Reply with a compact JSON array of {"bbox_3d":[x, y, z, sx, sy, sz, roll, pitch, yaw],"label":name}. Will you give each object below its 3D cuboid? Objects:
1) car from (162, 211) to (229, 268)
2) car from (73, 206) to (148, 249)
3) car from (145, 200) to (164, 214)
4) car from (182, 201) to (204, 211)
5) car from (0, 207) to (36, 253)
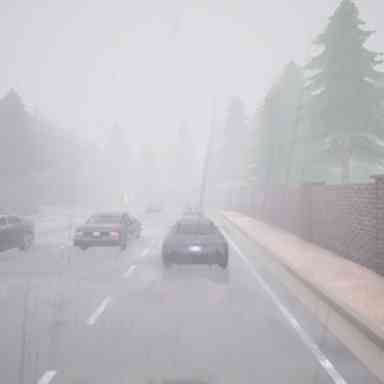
[{"bbox_3d":[0.097,1.553,11.287,1.994,1.385,4.181,0,0,0],"label":"car"},{"bbox_3d":[-3.398,1.534,14.328,2.033,1.411,5.357,0,0,0],"label":"car"},{"bbox_3d":[-3.991,1.530,35.327,1.994,1.385,4.181,0,0,-8],"label":"car"},{"bbox_3d":[0.075,1.519,29.401,2.033,1.411,5.357,0,0,-1],"label":"car"},{"bbox_3d":[-7.100,1.481,11.222,2.128,1.511,4.902,0,0,0],"label":"car"}]
